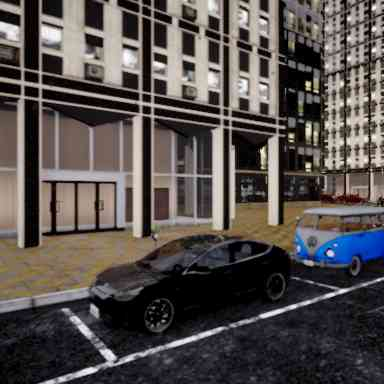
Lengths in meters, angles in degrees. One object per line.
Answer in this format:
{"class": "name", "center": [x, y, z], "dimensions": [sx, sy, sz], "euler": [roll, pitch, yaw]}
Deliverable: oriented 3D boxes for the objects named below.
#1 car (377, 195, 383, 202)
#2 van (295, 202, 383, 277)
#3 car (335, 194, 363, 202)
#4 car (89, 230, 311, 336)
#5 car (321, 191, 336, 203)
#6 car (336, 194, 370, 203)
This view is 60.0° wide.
{"class": "car", "center": [27.595, 1.096, 45.203], "dimensions": [1.967, 1.590, 4.097], "euler": [1, 0, -36]}
{"class": "van", "center": [4.786, 1.344, 9.973], "dimensions": [3.998, 1.788, 1.690], "euler": [0, 0, -35]}
{"class": "car", "center": [27.874, 1.016, 59.196], "dimensions": [1.802, 1.307, 4.206], "euler": [1, 0, -36]}
{"class": "car", "center": [0.187, 1.567, 6.692], "dimensions": [4.313, 1.339, 1.947], "euler": [0, 0, -35]}
{"class": "car", "center": [21.105, 0.757, 54.264], "dimensions": [2.192, 1.841, 5.009], "euler": [1, 0, -36]}
{"class": "car", "center": [24.344, 1.131, 49.734], "dimensions": [1.802, 1.307, 4.206], "euler": [1, 0, -36]}
